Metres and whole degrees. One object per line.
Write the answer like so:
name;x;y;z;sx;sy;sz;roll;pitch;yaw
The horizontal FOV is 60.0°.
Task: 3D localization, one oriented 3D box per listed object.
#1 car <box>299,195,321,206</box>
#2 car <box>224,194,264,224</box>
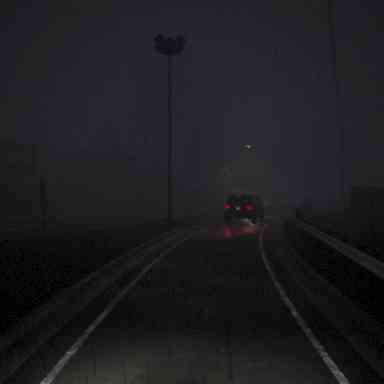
car;18.084;1.411;51.430;1.812;1.442;4.674;0;0;35
car;3.964;1.168;24.670;2.150;2.045;5.566;0;0;20
